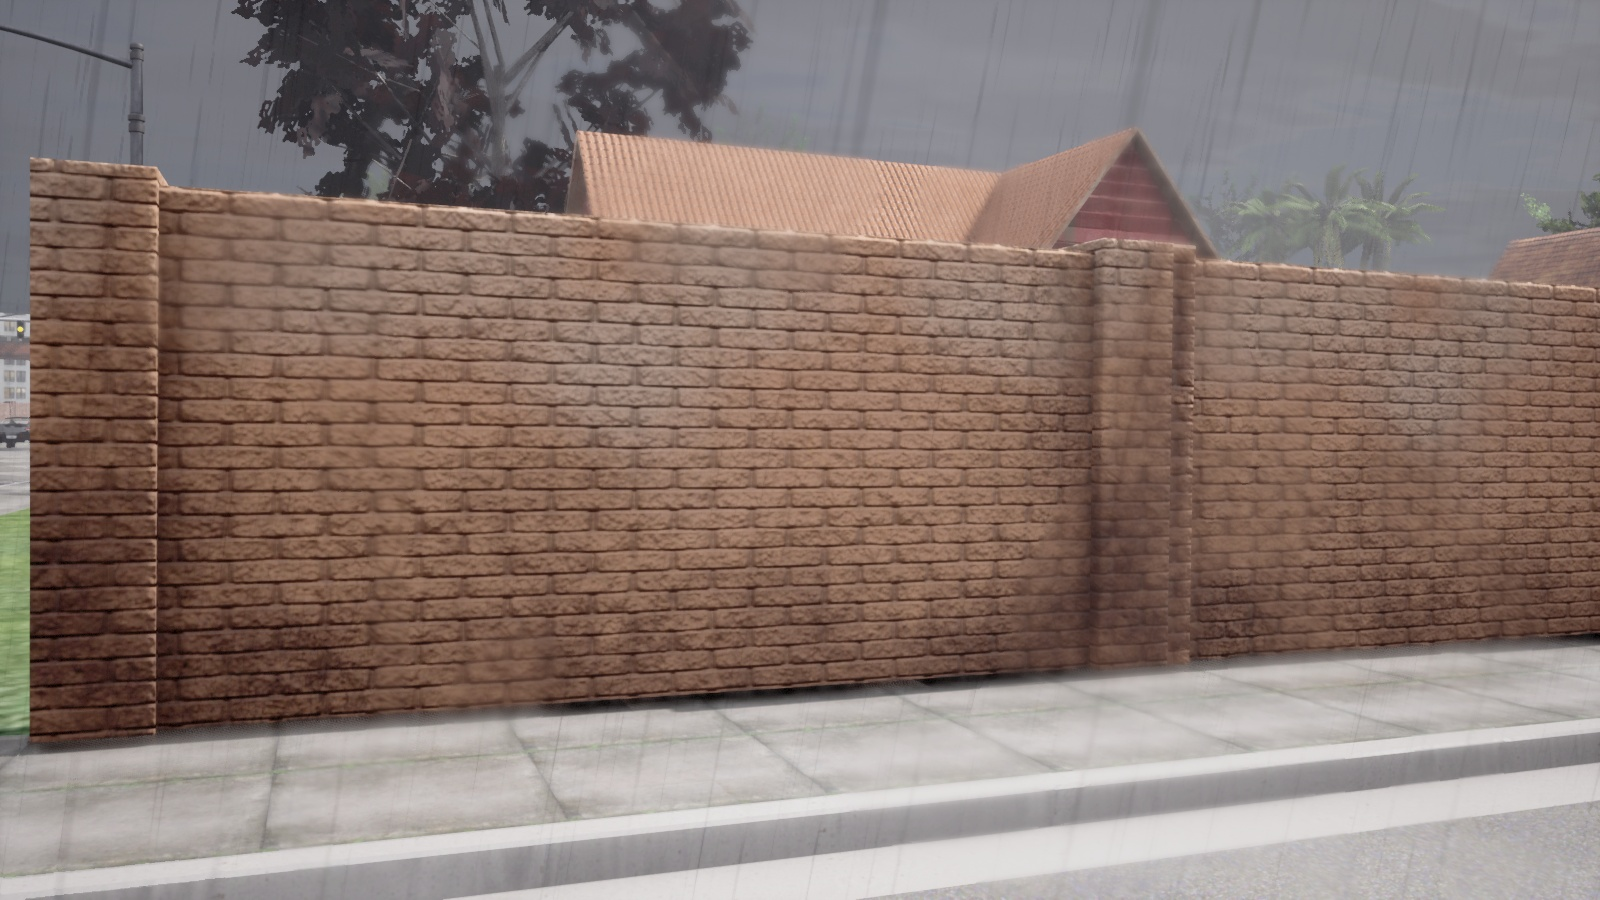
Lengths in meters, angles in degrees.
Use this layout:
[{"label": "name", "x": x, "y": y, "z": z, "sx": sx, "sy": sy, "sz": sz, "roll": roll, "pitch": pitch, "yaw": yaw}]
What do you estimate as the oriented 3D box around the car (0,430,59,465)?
[{"label": "car", "x": -39.714, "y": -0.168, "z": 64.273, "sx": 2.152, "sy": 1.651, "sz": 5.027, "roll": -1, "pitch": 2, "yaw": -20}]
